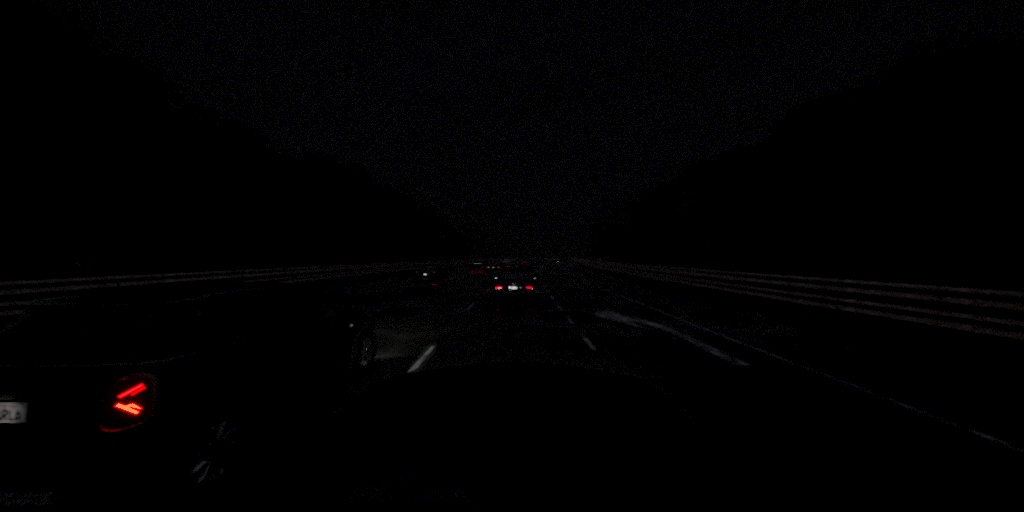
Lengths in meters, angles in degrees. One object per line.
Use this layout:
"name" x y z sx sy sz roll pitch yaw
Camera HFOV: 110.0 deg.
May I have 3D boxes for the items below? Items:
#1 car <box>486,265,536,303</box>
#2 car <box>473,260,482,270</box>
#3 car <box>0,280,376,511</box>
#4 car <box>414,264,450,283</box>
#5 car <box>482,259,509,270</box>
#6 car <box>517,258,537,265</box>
"car" 0.154 1.305 16.645 2.033 1.411 5.357 0 0 2
"car" -4.477 1.273 52.553 2.128 1.511 4.902 0 0 6
"car" -3.486 1.102 4.606 2.097 1.767 4.553 0 0 0
"car" -6.333 1.330 28.622 1.994 1.385 4.181 0 0 3
"car" -1.883 1.321 42.589 2.033 1.411 5.357 0 0 5
"car" 1.795 1.251 44.600 1.882 1.535 5.008 0 0 5
